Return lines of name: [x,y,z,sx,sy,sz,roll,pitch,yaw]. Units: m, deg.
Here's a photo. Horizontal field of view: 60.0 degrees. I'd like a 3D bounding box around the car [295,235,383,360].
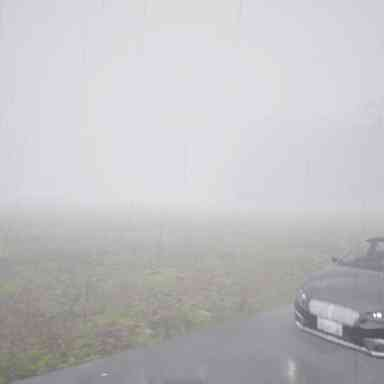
car: [3.859,1.563,5.964,4.902,1.511,2.128,0,-1,-36]
